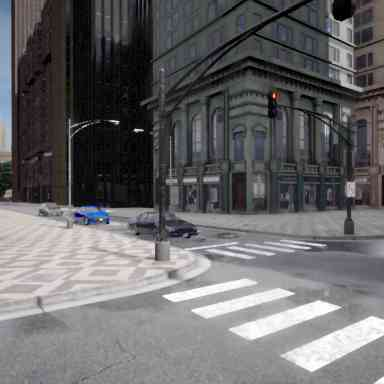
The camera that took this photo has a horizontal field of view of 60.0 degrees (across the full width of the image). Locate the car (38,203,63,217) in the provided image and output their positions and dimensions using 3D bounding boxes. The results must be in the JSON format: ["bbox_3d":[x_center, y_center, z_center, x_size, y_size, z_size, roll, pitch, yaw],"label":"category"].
[{"bbox_3d":[-17.183,2.082,40.415,2.097,1.767,4.553,0,-1,-35],"label":"car"}]

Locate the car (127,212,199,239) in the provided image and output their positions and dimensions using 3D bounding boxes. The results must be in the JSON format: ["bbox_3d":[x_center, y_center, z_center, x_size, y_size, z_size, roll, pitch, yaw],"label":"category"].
[{"bbox_3d":[-1.837,1.814,18.698,2.033,1.411,5.357,0,-1,-35],"label":"car"}]

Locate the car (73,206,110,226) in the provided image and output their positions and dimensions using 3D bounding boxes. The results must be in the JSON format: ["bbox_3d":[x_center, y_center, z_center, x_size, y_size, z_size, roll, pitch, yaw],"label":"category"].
[{"bbox_3d":[-8.573,1.947,28.219,1.882,1.535,5.008,0,-1,-35],"label":"car"}]
